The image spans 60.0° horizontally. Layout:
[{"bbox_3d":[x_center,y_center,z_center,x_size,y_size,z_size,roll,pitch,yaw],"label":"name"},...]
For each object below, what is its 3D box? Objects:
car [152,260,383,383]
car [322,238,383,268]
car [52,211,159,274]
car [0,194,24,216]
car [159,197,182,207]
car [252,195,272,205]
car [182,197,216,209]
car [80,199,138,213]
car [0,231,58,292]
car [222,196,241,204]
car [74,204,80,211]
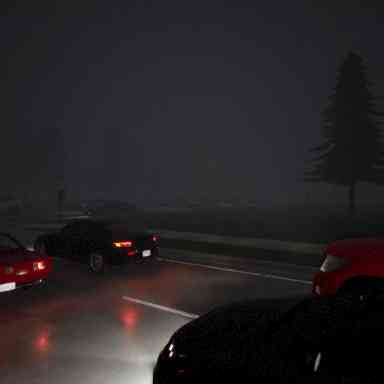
[{"bbox_3d":[1.662,1.564,2.795,4.181,1.385,1.994,0,0,36],"label":"car"},{"bbox_3d":[4.755,1.221,4.873,5.566,2.045,2.150,0,0,36],"label":"car"},{"bbox_3d":[-3.115,1.526,10.545,4.674,1.442,1.812,0,0,36],"label":"car"},{"bbox_3d":[-18.317,1.222,30.198,2.150,2.045,5.566,0,0,40],"label":"car"},{"bbox_3d":[-2.890,1.477,50.635,1.882,1.535,5.008,0,0,37],"label":"car"},{"bbox_3d":[12.534,1.351,59.557,2.097,1.767,4.553,0,0,37],"label":"car"},{"bbox_3d":[1.337,1.477,44.588,1.882,1.535,5.008,0,0,37],"label":"car"},{"bbox_3d":[-7.736,1.547,32.364,2.033,1.411,5.357,0,0,37],"label":"car"},{"bbox_3d":[-5.450,1.601,7.916,4.718,1.301,1.895,0,0,36],"label":"car"},{"bbox_3d":[7.797,1.509,64.894,1.837,1.490,4.892,0,0,37],"label":"car"},{"bbox_3d":[-11.473,1.526,39.072,1.812,1.442,4.674,0,0,37],"label":"car"}]
